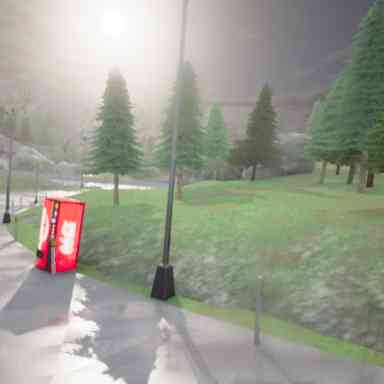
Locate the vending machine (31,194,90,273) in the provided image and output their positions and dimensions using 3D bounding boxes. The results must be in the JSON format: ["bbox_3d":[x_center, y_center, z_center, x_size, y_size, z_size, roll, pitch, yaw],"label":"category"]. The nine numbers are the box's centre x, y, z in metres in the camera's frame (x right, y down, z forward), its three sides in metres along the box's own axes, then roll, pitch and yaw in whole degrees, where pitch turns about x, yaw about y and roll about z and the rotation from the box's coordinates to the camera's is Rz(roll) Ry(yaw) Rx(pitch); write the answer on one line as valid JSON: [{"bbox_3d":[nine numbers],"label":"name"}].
[{"bbox_3d":[-3.861,1.186,9.759,1.100,2.100,0.880,7,1,-43],"label":"vending machine"}]
